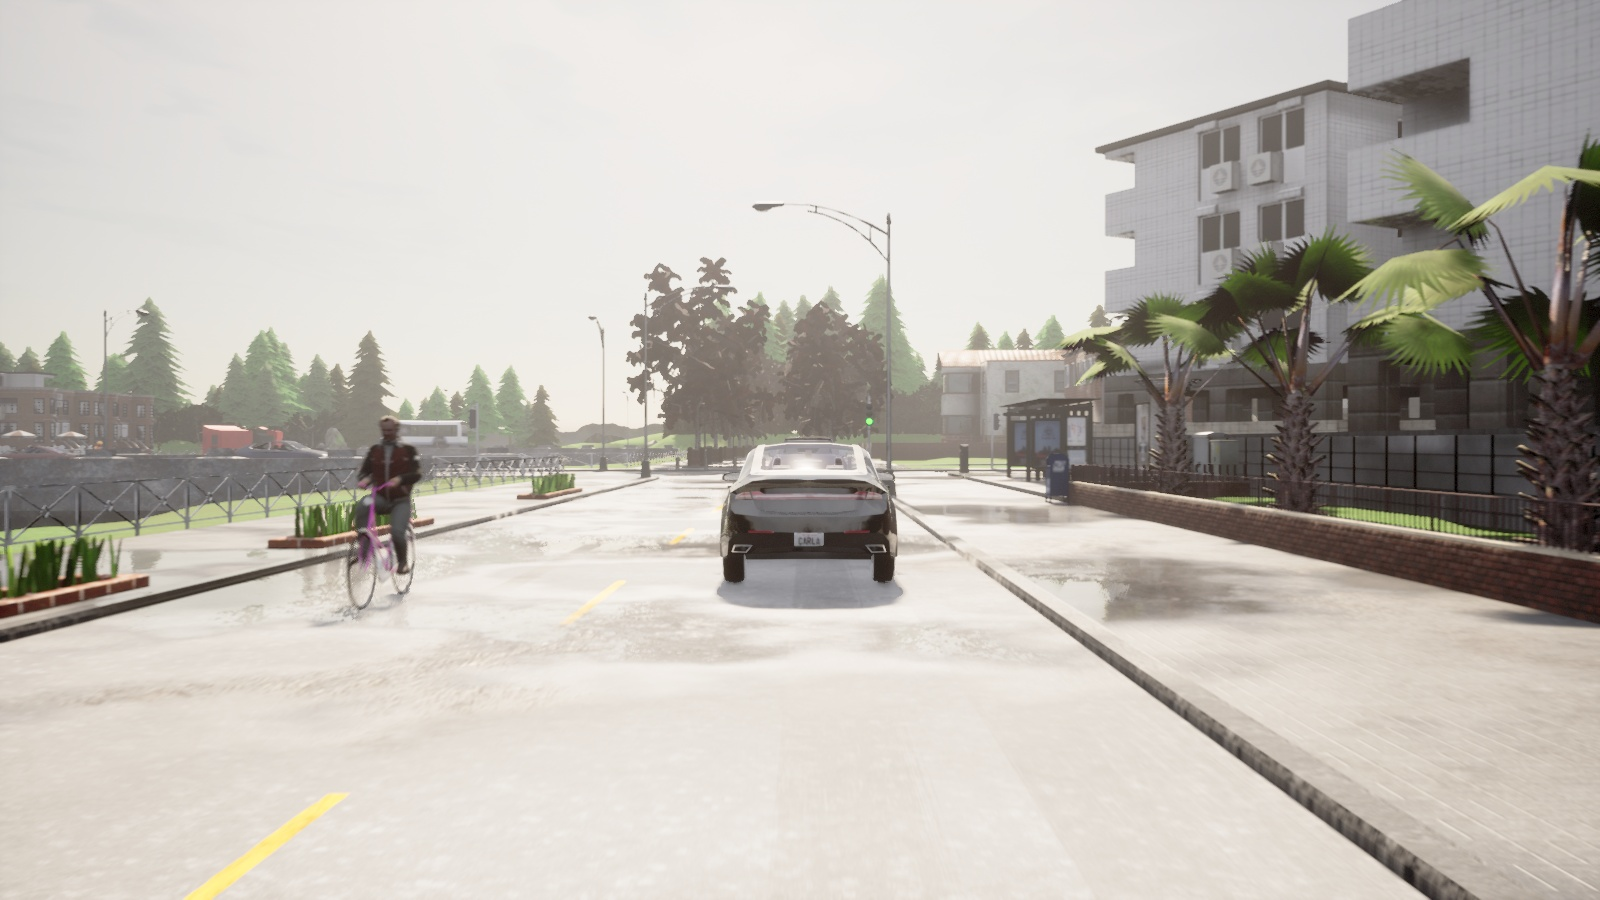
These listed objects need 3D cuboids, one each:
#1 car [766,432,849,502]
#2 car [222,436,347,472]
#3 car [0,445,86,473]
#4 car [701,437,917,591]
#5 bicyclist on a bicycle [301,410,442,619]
[{"bbox_3d":[0.211,0.413,34.006,2.097,1.767,4.553,0,0,0],"label":"car"},{"bbox_3d":[-24.301,0.171,59.295,5.027,1.651,2.152,0,0,0],"label":"car"},{"bbox_3d":[-38.698,0.422,63.379,4.181,1.385,1.994,0,0,0],"label":"car"},{"bbox_3d":[0.101,0.619,14.810,2.128,1.511,4.902,0,0,0],"label":"car"},{"bbox_3d":[-3.918,0.548,11.631,0.659,1.776,1.843,0,0,0],"label":"bicyclist on a bicycle"}]
